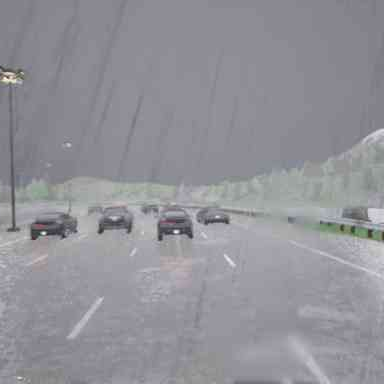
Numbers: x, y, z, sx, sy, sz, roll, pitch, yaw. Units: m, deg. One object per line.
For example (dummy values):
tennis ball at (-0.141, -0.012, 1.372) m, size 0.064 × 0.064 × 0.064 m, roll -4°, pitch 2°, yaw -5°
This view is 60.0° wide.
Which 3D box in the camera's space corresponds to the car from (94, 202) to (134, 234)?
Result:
car at (-5.081, 1.742, 22.708) m, size 2.097 × 1.767 × 4.553 m, roll -2°, pitch -1°, yaw -8°

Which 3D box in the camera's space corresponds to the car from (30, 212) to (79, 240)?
car at (-8.229, 1.966, 20.177) m, size 1.837 × 1.490 × 4.892 m, roll -1°, pitch 0°, yaw -7°

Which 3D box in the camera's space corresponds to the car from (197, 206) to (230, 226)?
car at (1.539, 1.786, 25.909) m, size 1.994 × 1.385 × 4.181 m, roll -2°, pitch -1°, yaw -9°

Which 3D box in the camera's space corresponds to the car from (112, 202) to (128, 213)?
car at (-11.178, 2.347, 51.066) m, size 1.882 × 1.535 × 5.008 m, roll -1°, pitch -1°, yaw -18°

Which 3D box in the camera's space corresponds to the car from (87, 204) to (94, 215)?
car at (-13.312, 2.386, 45.829) m, size 1.837 × 1.490 × 4.892 m, roll 0°, pitch -1°, yaw -16°

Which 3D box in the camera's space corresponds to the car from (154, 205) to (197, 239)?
car at (-1.057, 1.734, 18.862) m, size 1.837 × 1.490 × 4.892 m, roll -1°, pitch 0°, yaw -7°

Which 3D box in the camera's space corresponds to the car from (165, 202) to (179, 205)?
car at (-2.770, 2.096, 46.959) m, size 1.812 × 1.442 × 4.674 m, roll -1°, pitch -1°, yaw -16°

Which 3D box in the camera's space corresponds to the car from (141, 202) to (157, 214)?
car at (-5.688, 2.139, 44.424) m, size 1.837 × 1.490 × 4.892 m, roll -1°, pitch -1°, yaw -15°
